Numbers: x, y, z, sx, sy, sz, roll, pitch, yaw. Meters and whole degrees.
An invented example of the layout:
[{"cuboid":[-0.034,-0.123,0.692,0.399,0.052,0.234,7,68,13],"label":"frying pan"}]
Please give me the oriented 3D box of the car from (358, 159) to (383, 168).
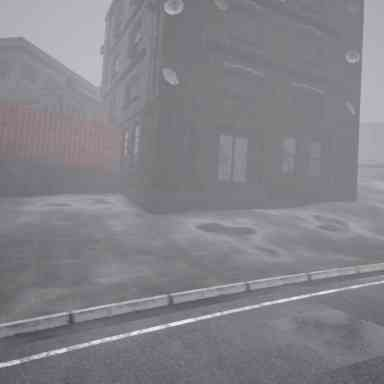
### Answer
[{"cuboid":[22.585,-3.264,42.057,4.553,1.767,2.185,2,-3,16],"label":"car"}]
